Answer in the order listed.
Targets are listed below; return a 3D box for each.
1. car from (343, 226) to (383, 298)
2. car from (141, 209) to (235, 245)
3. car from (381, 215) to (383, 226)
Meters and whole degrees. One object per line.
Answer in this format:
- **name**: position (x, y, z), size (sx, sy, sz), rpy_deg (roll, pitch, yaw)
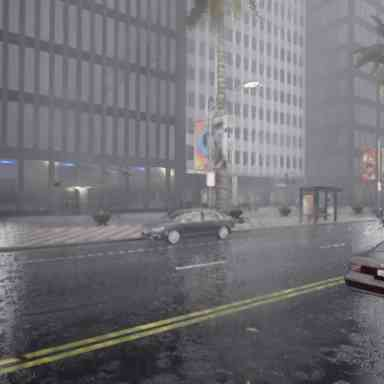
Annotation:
- **car**: position (5.756, 1.645, 7.850), size (5.357, 1.411, 2.033), rpy_deg (1, 0, -35)
- **car**: position (-0.094, 1.579, 16.189), size (4.892, 1.521, 2.231), rpy_deg (1, 0, -35)
- **car**: position (15.169, 1.767, 23.339), size (4.902, 1.511, 2.128), rpy_deg (1, 0, -35)
